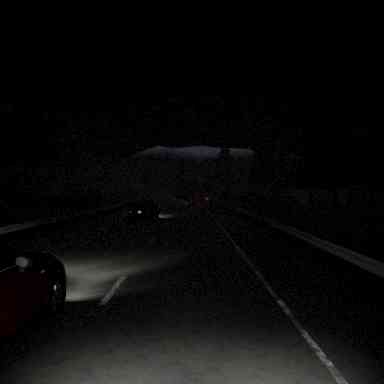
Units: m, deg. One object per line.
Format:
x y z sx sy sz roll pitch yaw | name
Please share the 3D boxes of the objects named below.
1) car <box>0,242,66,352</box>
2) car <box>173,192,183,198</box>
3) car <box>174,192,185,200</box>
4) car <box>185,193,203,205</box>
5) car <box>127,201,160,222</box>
-3.401 1.313 4.398 2.097 1.767 4.553 0 0 0 | car
-3.500 0.649 82.507 2.033 1.411 5.357 0 0 -6 | car
-2.071 0.775 67.574 2.097 1.767 4.553 0 0 -6 | car
0.454 0.925 49.796 2.097 1.767 4.553 0 0 -3 | car
-3.420 1.341 24.084 2.033 1.411 5.357 0 0 0 | car
